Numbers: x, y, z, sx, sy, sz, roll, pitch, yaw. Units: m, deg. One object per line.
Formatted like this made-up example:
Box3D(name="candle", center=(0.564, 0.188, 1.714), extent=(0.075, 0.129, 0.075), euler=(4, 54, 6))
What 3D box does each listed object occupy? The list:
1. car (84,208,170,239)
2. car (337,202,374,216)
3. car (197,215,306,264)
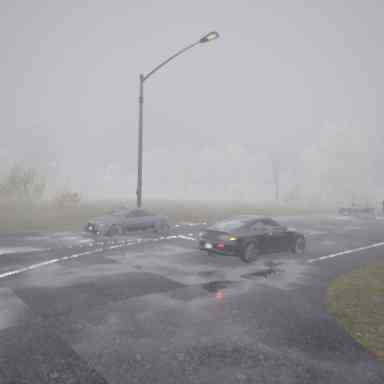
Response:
Box3D(name="car", center=(-3.150, 1.496, 16.626), extent=(4.181, 1.385, 1.994), euler=(0, 1, -41))
Box3D(name="car", center=(16.646, 1.719, 33.762), extent=(4.718, 1.301, 1.895), euler=(0, 1, -41))
Box3D(name="car", center=(2.261, 1.574, 12.054), extent=(4.674, 1.442, 1.812), euler=(1, 1, -41))
